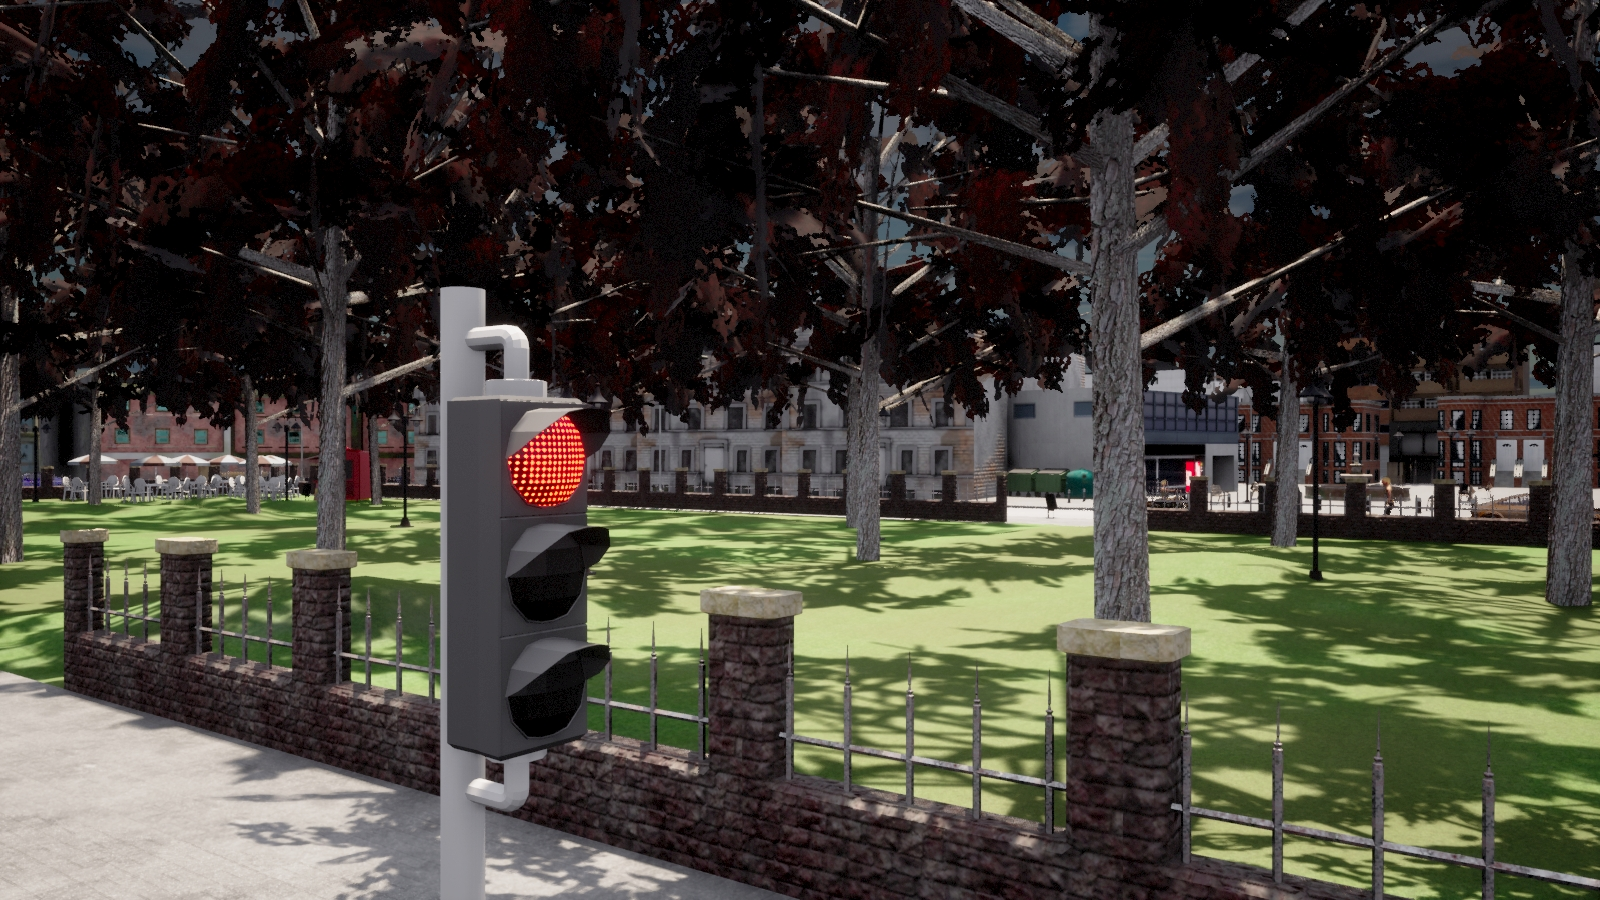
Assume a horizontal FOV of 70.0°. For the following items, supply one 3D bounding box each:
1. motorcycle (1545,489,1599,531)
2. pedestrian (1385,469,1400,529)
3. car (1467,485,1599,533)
[{"bbox_3d":[25.489,1.950,36.881,2.356,1.277,0.764,0,0,36],"label":"motorcycle"},{"bbox_3d":[18.632,1.523,35.916,0.375,1.860,0.375,0,0,36],"label":"pedestrian"},{"bbox_3d":[24.489,1.898,37.605,4.181,1.385,1.994,0,0,37],"label":"car"}]
